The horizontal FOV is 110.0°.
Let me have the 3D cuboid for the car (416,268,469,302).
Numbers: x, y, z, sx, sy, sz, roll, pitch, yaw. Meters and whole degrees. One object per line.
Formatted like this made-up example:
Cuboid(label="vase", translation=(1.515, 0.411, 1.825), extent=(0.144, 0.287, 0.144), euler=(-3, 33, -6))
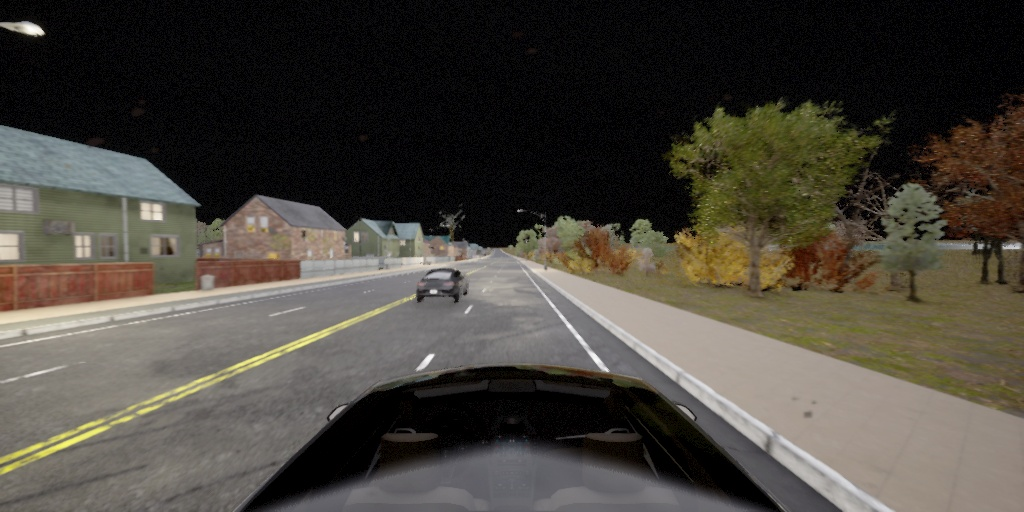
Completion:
Cuboid(label="car", translation=(-3.155, 1.275, 16.729), extent=(1.812, 1.442, 4.674), euler=(0, 0, 0))
